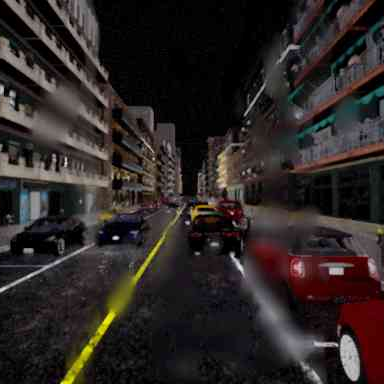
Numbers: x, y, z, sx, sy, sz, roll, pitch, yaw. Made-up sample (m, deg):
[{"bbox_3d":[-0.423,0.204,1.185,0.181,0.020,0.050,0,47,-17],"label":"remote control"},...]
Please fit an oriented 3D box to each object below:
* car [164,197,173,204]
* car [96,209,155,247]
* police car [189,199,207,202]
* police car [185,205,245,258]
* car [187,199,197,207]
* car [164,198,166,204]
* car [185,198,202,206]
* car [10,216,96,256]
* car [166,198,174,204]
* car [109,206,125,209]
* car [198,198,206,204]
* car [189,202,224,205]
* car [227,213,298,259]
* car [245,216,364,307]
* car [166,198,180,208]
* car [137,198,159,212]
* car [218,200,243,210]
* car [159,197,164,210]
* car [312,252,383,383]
[{"bbox_3d":[-5.719,2.128,81.403,1.967,1.590,4.097,0,0,0],"label":"car"},{"bbox_3d":[-3.106,1.701,15.592,1.994,1.385,4.181,0,0,0],"label":"car"},{"bbox_3d":[0.890,1.679,29.374,1.930,1.638,5.238,0,0,0],"label":"police car"},{"bbox_3d":[0.758,1.541,13.380,1.930,1.638,5.238,0,0,0],"label":"police car"},{"bbox_3d":[-0.024,2.107,63.813,1.994,1.385,4.181,0,0,0],"label":"car"},{"bbox_3d":[-5.709,2.037,53.222,1.802,1.307,4.206,0,0,0],"label":"car"},{"bbox_3d":[-0.015,1.913,49.168,2.128,1.511,4.902,0,0,0],"label":"car"},{"bbox_3d":[-5.694,1.687,13.767,1.947,1.339,4.313,0,0,0],"label":"car"},{"bbox_3d":[-5.721,2.279,87.039,1.887,1.381,4.507,0,0,0],"label":"car"},{"bbox_3d":[-5.698,1.742,24.870,1.752,1.417,4.829,0,0,0],"label":"car"},{"bbox_3d":[2.659,2.278,87.038,1.887,1.381,4.507,0,0,0],"label":"car"},{"bbox_3d":[0.891,1.680,23.263,1.882,1.535,5.008,0,0,0],"label":"car"},{"bbox_3d":[2.687,1.672,13.767,2.008,1.369,4.403,0,0,0],"label":"car"},{"bbox_3d":[2.689,1.512,8.133,1.967,1.590,4.097,0,0,0],"label":"car"},{"bbox_3d":[-3.084,2.081,56.229,1.895,1.301,4.718,0,0,0],"label":"car"},{"bbox_3d":[-5.704,1.801,41.950,1.967,1.590,4.097,0,0,0],"label":"car"},{"bbox_3d":[2.684,1.532,25.042,2.192,1.841,5.009,0,0,0],"label":"car"},{"bbox_3d":[-5.706,1.723,47.588,2.192,1.841,5.009,0,0,0],"label":"car"},{"bbox_3d":[2.691,1.568,2.495,1.887,1.381,4.507,0,-1,0],"label":"car"}]
